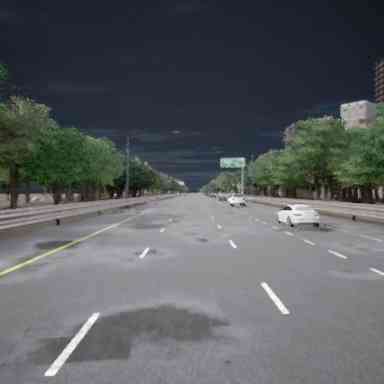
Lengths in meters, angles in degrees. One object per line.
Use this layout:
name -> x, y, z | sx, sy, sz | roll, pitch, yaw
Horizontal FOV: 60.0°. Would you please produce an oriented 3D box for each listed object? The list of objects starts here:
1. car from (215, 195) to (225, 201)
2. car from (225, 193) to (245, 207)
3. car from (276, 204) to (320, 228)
car -> 7.314, 1.529, 80.381 | 1.812, 1.442, 4.674 | 0, 0, 0
car -> 7.130, 1.238, 53.295 | 2.150, 2.045, 5.566 | 0, 0, 0
car -> 7.016, 1.541, 22.246 | 1.812, 1.442, 4.674 | 0, 0, 0
